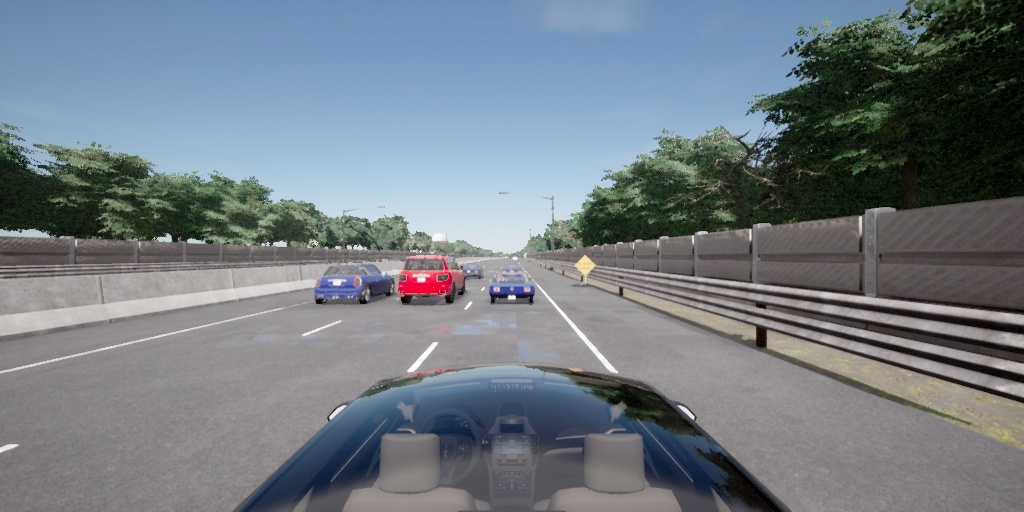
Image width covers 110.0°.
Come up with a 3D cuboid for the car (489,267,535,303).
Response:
[{"bbox_3d":[0.000,1.366,16.530,1.895,1.301,4.718,0,0,0],"label":"car"}]

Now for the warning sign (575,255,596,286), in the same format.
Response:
[{"bbox_3d":[4.550,0.863,22.221,1.300,1.860,1.060,0,0,0],"label":"warning sign"}]

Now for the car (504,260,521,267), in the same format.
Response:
[{"bbox_3d":[0.000,1.307,31.501,2.033,1.411,5.357,0,0,0],"label":"car"}]

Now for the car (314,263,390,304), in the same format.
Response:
[{"bbox_3d":[-7.000,1.116,16.470,2.097,1.767,4.553,0,0,0],"label":"car"}]

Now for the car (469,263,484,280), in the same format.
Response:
[{"bbox_3d":[-3.500,1.307,31.502,2.033,1.411,5.357,0,0,0],"label":"car"}]

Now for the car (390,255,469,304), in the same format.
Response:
[{"bbox_3d":[-3.500,1.008,16.531,2.150,2.045,5.566,0,0,0],"label":"car"}]
